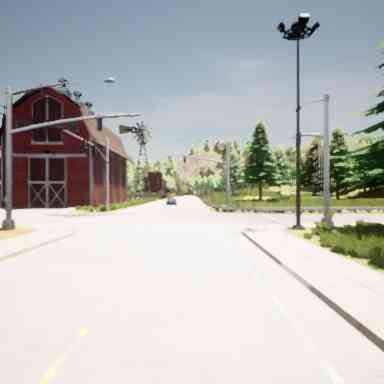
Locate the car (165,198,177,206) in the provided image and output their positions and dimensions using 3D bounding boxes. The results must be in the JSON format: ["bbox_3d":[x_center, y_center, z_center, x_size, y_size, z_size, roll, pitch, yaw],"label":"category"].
[{"bbox_3d":[-3.512,1.664,57.663,2.033,1.411,5.357,0,0,0],"label":"car"}]
